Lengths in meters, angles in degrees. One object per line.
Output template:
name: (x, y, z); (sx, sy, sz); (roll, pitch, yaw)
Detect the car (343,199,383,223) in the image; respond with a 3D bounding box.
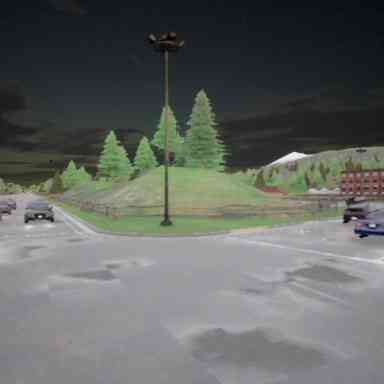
car: (12.594, 1.520, 24.271); (1.837, 1.490, 4.892); (0, 0, 43)

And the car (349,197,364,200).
car: (24.494, 1.538, 49.679); (1.837, 1.490, 4.892); (0, 0, 3)

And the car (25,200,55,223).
car: (-11.846, 1.615, 25.918); (1.994, 1.385, 4.181); (0, 0, -25)

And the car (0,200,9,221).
car: (-15.204, 1.602, 24.823); (2.033, 1.411, 5.357); (0, 0, -25)

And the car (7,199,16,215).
car: (-19.467, 1.636, 33.838); (1.994, 1.385, 4.181); (0, 0, -25)

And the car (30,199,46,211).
car: (-20.463, 1.688, 44.165); (1.895, 1.301, 4.718); (0, 0, -25)

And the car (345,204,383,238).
car: (9.979, 1.556, 16.705); (5.357, 1.411, 2.033); (0, 0, -43)
